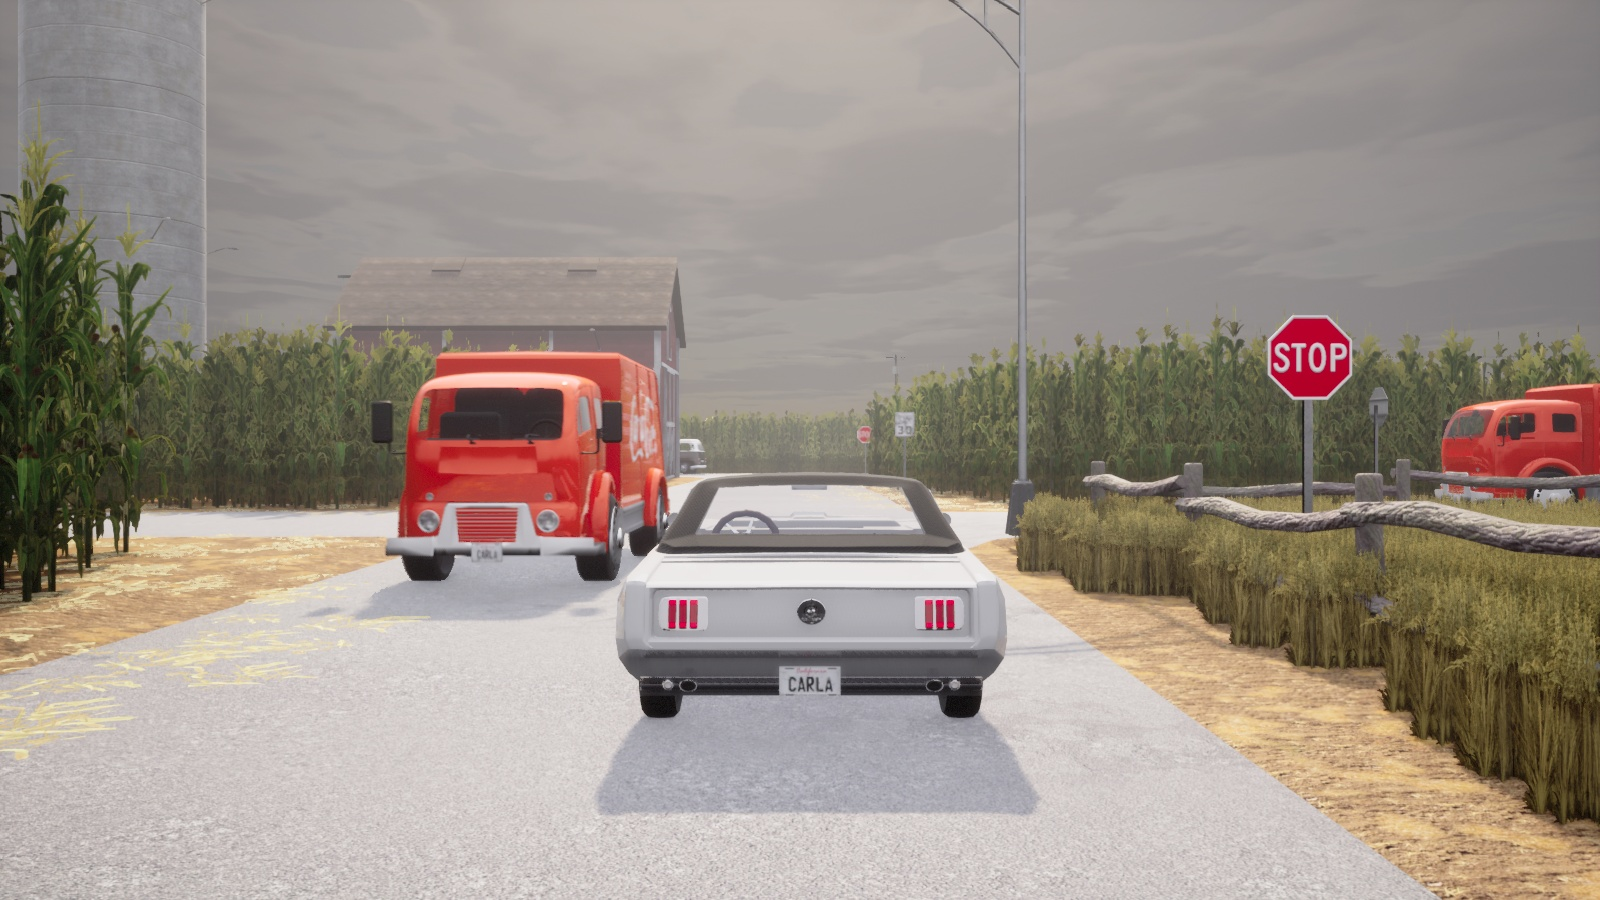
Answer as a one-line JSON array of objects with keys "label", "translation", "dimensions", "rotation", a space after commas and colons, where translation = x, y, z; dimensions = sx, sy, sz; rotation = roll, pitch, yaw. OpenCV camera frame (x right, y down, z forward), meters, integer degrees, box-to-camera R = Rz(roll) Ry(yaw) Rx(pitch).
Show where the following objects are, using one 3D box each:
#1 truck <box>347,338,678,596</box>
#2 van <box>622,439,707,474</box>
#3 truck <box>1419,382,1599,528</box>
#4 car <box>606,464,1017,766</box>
[{"label": "truck", "translation": [-3.003, 0.125, 14.610], "dimensions": [2.627, 2.467, 5.204], "rotation": [0, 1, 0]}, {"label": "van", "translation": [-7.830, 0.376, 72.910], "dimensions": [4.480, 2.038, 2.069], "rotation": [0, 0, 10]}, {"label": "truck", "translation": [14.397, 0.101, 22.593], "dimensions": [5.204, 2.467, 2.627], "rotation": [1, 0, 0]}, {"label": "car", "translation": [0.061, 0.786, 8.142], "dimensions": [1.895, 1.301, 4.718], "rotation": [0, 1, 0]}]
